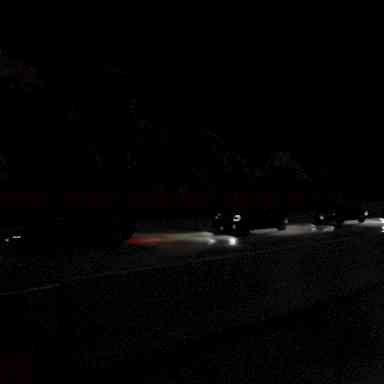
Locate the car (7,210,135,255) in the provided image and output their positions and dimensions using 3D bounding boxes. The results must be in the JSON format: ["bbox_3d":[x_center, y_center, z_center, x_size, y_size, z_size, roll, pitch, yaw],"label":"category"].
[{"bbox_3d":[-4.729,1.517,13.513,4.892,1.490,1.837,0,0,-35],"label":"car"}]

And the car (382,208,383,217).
[{"bbox_3d":[19.406,1.588,30.874,4.902,1.511,2.128,0,0,-38],"label":"car"}]

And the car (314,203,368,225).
[{"bbox_3d":[11.116,1.558,24.743,4.902,1.511,2.128,0,0,-35],"label":"car"}]

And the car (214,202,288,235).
[{"bbox_3d":[3.445,1.392,19.329,4.553,1.767,2.097,0,0,-35],"label":"car"}]
